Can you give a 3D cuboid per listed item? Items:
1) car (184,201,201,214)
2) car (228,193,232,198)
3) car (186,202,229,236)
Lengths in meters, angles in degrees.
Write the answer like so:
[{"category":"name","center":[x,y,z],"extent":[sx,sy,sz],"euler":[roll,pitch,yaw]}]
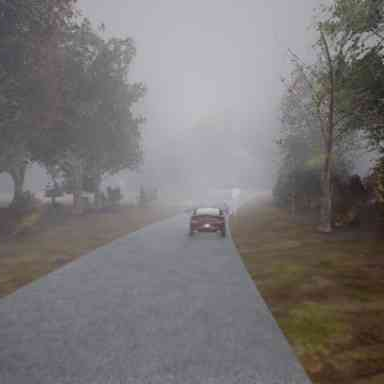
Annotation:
[{"category":"car","center":[0.319,1.782,38.839],"extent":[1.837,1.490,4.892],"euler":[1,-1,9]},{"category":"car","center":[9.609,0.910,78.193],"extent":[1.882,1.535,5.008],"euler":[1,3,17]},{"category":"car","center":[0.943,1.547,19.080],"extent":[1.882,1.535,5.008],"euler":[0,0,4]}]
